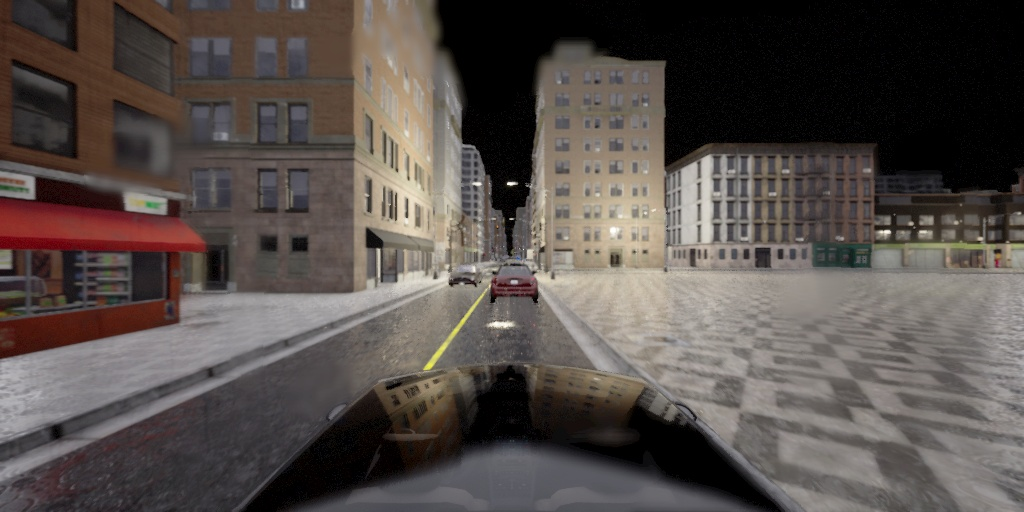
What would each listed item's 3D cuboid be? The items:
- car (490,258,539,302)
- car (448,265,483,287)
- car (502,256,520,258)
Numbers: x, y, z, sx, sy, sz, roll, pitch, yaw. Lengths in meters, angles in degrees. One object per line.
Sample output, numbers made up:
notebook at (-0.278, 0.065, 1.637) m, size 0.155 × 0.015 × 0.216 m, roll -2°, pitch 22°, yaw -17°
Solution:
car at (0.099, 1.109, 17.102) m, size 2.097 × 1.767 × 4.553 m, roll 0°, pitch 0°, yaw 0°
car at (-3.055, 1.306, 24.619) m, size 2.033 × 1.411 × 5.357 m, roll 0°, pitch 0°, yaw 0°
car at (0.097, 1.114, 32.662) m, size 2.097 × 1.767 × 4.553 m, roll 0°, pitch 0°, yaw 0°
